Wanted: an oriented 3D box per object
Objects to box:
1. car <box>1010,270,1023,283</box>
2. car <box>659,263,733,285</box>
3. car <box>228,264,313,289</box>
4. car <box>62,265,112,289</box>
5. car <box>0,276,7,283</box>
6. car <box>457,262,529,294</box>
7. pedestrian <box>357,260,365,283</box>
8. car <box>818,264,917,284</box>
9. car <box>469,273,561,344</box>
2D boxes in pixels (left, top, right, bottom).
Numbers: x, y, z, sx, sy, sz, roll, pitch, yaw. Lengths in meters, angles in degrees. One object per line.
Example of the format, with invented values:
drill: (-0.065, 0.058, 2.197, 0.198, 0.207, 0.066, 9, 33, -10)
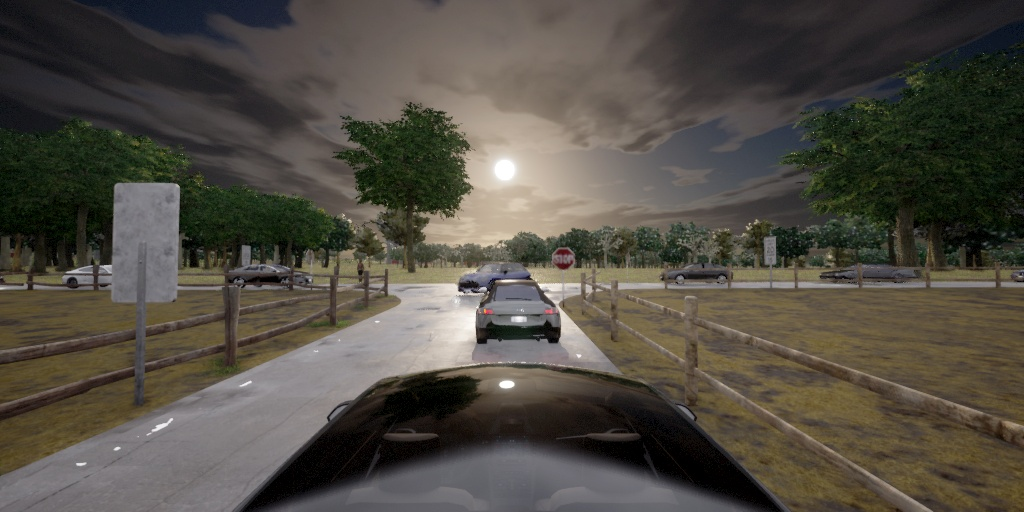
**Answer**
car: (36.991, 1.137, 24.081, 4.674, 1.442, 1.812, -1, -2, 10)
car: (13.108, 1.266, 25.683, 4.892, 1.490, 1.837, 0, -2, 1)
car: (-15.255, 1.264, 22.753, 4.902, 1.511, 2.128, 0, -2, 0)
car: (-25.524, 1.294, 22.740, 4.674, 1.442, 1.812, 0, -2, 0)
car: (-35.825, 1.312, 22.740, 5.357, 1.411, 2.033, 0, -2, 0)
car: (-0.867, 1.136, 19.529, 2.097, 1.767, 4.553, 0, 0, 37)
pedestrian: (-12.142, 1.190, 28.736, 0.375, 1.860, 0.375, 0, -1, 0)
car: (25.101, 1.247, 25.440, 5.357, 1.411, 2.033, 0, -2, 3)
car: (0.079, 1.327, 9.673, 1.994, 1.385, 4.181, 0, 0, -2)
